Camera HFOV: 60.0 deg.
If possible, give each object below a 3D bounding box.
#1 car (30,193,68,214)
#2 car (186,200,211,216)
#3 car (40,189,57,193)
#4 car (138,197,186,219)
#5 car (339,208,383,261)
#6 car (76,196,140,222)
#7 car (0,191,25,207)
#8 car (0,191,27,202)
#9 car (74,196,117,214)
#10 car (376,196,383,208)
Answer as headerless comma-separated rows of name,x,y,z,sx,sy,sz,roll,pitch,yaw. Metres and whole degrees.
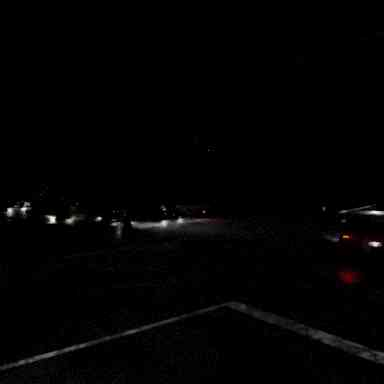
car,-13.766,1.205,32.132,5.008,1.535,1.882,2,2,41
car,-0.635,1.405,30.211,4.718,1.301,1.895,1,1,41
car,-17.613,0.636,40.231,5.566,2.045,2.150,3,3,42
car,-3.085,1.207,27.355,4.553,1.767,2.097,1,1,41
car,6.179,1.460,11.466,1.994,1.385,4.181,0,1,25
car,-6.654,1.381,25.815,4.902,1.511,2.128,1,1,42
car,-21.200,0.899,38.741,4.892,1.490,1.837,3,3,41
car,-25.254,0.565,47.064,4.718,1.301,1.895,4,3,42
car,-9.690,1.238,33.193,4.892,1.490,1.837,2,2,42
car,20.379,1.036,34.170,1.882,1.535,5.008,0,1,40
